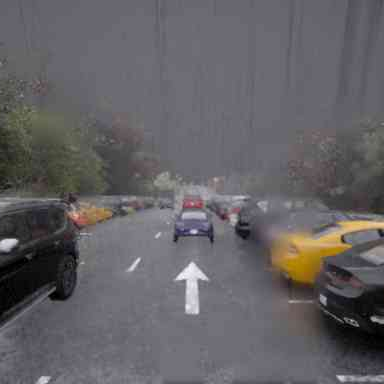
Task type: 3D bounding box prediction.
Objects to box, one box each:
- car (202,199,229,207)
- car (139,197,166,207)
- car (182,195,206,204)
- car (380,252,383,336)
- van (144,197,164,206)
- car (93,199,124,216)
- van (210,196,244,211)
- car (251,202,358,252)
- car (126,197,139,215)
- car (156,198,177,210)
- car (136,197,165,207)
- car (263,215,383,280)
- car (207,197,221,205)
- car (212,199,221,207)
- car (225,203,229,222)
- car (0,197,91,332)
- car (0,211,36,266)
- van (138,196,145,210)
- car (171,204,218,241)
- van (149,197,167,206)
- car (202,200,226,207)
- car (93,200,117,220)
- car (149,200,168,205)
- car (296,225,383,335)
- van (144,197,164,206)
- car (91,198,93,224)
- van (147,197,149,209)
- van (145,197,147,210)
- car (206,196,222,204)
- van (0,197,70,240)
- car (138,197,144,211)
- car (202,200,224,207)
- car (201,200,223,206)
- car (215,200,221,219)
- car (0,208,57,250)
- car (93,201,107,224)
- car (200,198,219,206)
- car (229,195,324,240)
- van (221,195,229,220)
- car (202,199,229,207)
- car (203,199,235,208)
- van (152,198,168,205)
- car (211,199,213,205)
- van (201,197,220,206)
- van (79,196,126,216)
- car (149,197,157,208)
[{"bbox_3d":[4.647,2.224,66.405,5.366,1.575,1.946,0,-1,0],"label":"car"},{"bbox_3d":[-8.597,2.094,72.031,5.566,2.045,2.435,0,-1,0],"label":"car"},{"bbox_3d":[0.057,1.366,36.674,2.150,2.045,5.566,0,0,0],"label":"car"},{"bbox_3d":[4.723,1.465,2.595,5.366,1.575,1.946,0,0,0],"label":"car"},{"bbox_3d":[-8.511,2.181,74.800,4.442,1.987,1.878,0,-1,0],"label":"van"},{"bbox_3d":[-8.566,1.566,27.730,4.892,1.521,2.231,0,0,0],"label":"car"},{"bbox_3d":[4.605,1.508,44.206,4.442,1.987,1.878,0,-1,0],"label":"van"},{"bbox_3d":[4.496,1.347,10.913,4.553,1.767,2.185,0,0,0],"label":"car"},{"bbox_3d":[-8.394,1.596,33.272,5.366,1.575,1.946,0,0,0],"label":"car"},{"bbox_3d":[-3.625,1.902,48.912,2.033,1.411,5.357,0,-1,0],"label":"car"},{"bbox_3d":[-8.593,2.032,69.262,5.566,2.045,2.435,0,-1,0],"label":"car"},{"bbox_3d":[4.524,1.462,8.136,5.008,1.535,2.097,0,0,0],"label":"car"},{"bbox_3d":[4.465,1.670,38.675,4.792,1.488,2.163,0,-1,0],"label":"car"},{"bbox_3d":[4.534,1.619,30.339,4.792,1.488,2.163,0,0,0],"label":"car"},{"bbox_3d":[4.515,1.561,19.236,4.674,1.452,2.002,0,0,0],"label":"car"},{"bbox_3d":[-3.606,1.198,5.358,2.150,2.045,5.566,0,0,0],"label":"car"},{"bbox_3d":[-8.368,1.462,11.111,5.366,1.575,1.946,0,0,0],"label":"car"},{"bbox_3d":[-8.472,1.439,41.433,4.442,1.987,1.878,0,-1,0],"label":"van"},{"bbox_3d":[0.080,1.547,16.578,1.812,1.442,4.674,0,0,0],"label":"car"},{"bbox_3d":[-8.530,2.369,83.124,4.442,1.987,1.878,0,-1,0],"label":"van"},{"bbox_3d":[4.487,2.319,69.180,4.792,1.488,2.163,0,-1,0],"label":"car"},{"bbox_3d":[-8.564,1.548,24.960,5.008,1.535,2.097,0,0,0],"label":"car"},{"bbox_3d":[-8.670,2.691,85.869,4.792,1.488,2.163,0,-1,0],"label":"car"},{"bbox_3d":[4.528,1.462,5.363,4.892,1.521,2.231,0,0,0],"label":"car"},{"bbox_3d":[-8.748,2.242,77.569,4.442,1.987,1.878,0,-1,0],"label":"van"},{"bbox_3d":[-8.531,1.389,19.420,4.553,1.767,2.185,0,0,0],"label":"car"},{"bbox_3d":[-8.712,1.562,46.979,4.442,1.987,1.878,0,-1,0],"label":"van"},{"bbox_3d":[-8.708,1.503,44.335,4.442,1.987,1.878,0,-1,0],"label":"van"},{"bbox_3d":[4.463,1.421,41.431,5.566,2.045,2.435,0,-1,0],"label":"car"},{"bbox_3d":[-8.676,1.271,16.650,4.442,1.987,1.878,0,0,0],"label":"van"},{"bbox_3d":[-8.591,1.633,38.810,5.008,1.535,2.097,0,0,0],"label":"car"},{"bbox_3d":[4.484,2.380,71.955,4.792,1.488,2.163,0,-1,0],"label":"car"},{"bbox_3d":[4.481,2.442,74.731,4.792,1.488,2.163,0,-1,0],"label":"car"},{"bbox_3d":[4.506,1.555,24.789,5.008,1.535,2.097,0,0,0],"label":"car"},{"bbox_3d":[-8.550,1.481,13.878,4.892,1.521,2.231,0,0,0],"label":"car"},{"bbox_3d":[-8.561,1.530,22.064,5.008,1.535,2.097,0,0,0],"label":"car"},{"bbox_3d":[4.411,2.475,83.058,4.553,1.767,2.185,0,-1,0],"label":"car"},{"bbox_3d":[4.553,1.235,13.686,5.566,2.045,2.435,0,0,0],"label":"car"},{"bbox_3d":[4.398,1.312,22.013,4.442,1.987,1.878,0,0,0],"label":"van"},{"bbox_3d":[4.459,2.167,63.629,4.892,1.521,2.231,0,-1,0],"label":"car"},{"bbox_3d":[4.657,2.039,58.079,5.366,1.575,1.946,0,-1,0],"label":"car"},{"bbox_3d":[-8.764,2.586,91.285,4.442,1.987,1.878,0,-2,0],"label":"van"},{"bbox_3d":[4.498,1.646,33.117,4.674,1.452,2.002,0,0,0],"label":"car"},{"bbox_3d":[4.332,2.248,77.512,4.442,1.987,1.878,0,-1,0],"label":"van"},{"bbox_3d":[-8.693,1.356,30.501,4.442,1.987,1.878,0,0,0],"label":"van"},{"bbox_3d":[-8.603,2.016,55.408,4.674,1.452,2.002,0,-1,0],"label":"car"}]
